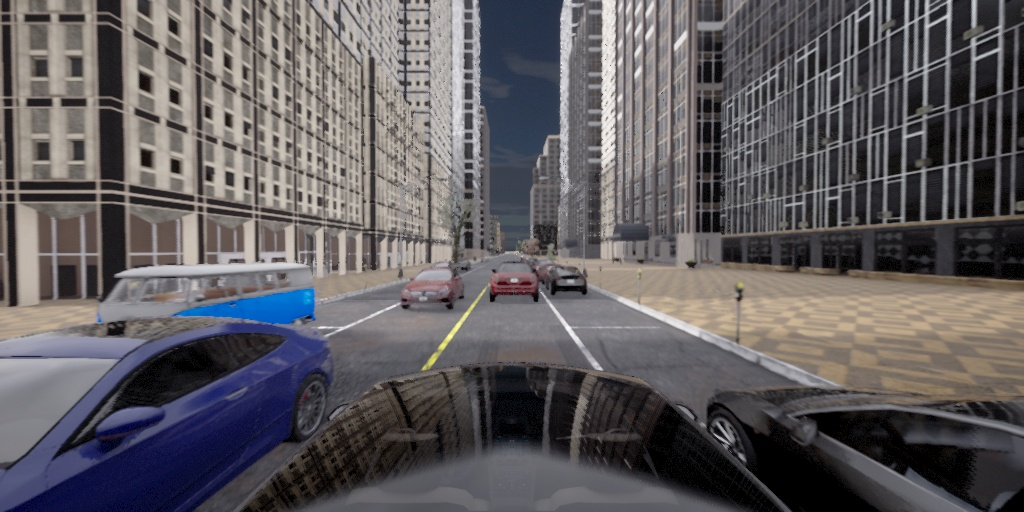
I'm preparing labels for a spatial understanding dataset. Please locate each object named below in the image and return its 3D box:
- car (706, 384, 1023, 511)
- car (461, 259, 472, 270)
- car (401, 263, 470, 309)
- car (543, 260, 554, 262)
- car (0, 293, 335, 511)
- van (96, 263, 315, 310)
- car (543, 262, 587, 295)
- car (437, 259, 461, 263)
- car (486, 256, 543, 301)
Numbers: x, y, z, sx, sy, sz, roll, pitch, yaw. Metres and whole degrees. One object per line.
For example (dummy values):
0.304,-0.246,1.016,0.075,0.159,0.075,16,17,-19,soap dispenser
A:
2.690,1.317,1.593,1.948,1.339,4.313,0,0,0,car
-5.669,1.005,41.094,1.948,1.339,4.313,0,0,0,car
-2.992,1.177,14.416,1.812,1.442,4.674,0,0,0,car
2.703,1.156,24.163,1.802,1.307,4.207,0,0,0,car
-3.062,1.268,2.595,1.812,1.442,4.674,0,0,0,car
-5.688,1.047,7.247,1.690,1.789,3.998,0,0,0,van
2.700,1.184,18.521,1.948,1.339,4.313,0,0,0,car
-5.675,1.111,29.812,1.802,1.307,4.207,0,0,0,car
0.100,0.984,16.684,2.097,1.767,4.553,0,0,0,car
